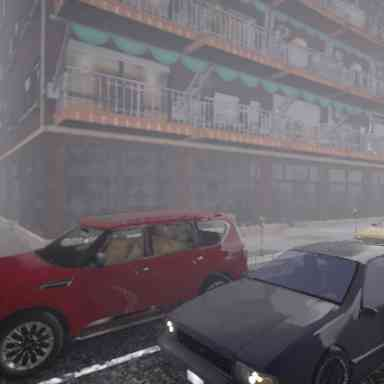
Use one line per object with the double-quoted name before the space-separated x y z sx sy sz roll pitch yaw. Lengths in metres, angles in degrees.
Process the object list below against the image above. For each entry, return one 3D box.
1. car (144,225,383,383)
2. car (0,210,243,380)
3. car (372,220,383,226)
"car" 2.203 1.508 4.942 5.357 1.411 2.033 -1 0 -35
"car" -1.197 1.296 5.682 5.009 1.841 2.192 -1 1 -35
"car" 7.685 1.413 12.022 4.829 1.417 1.752 -1 1 -35
